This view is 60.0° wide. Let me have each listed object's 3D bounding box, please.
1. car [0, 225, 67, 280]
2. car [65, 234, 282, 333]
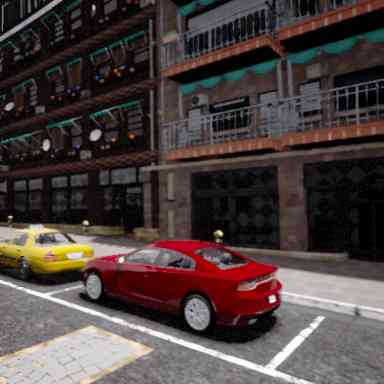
[{"bbox_3d":[-5.006,1.695,10.331,4.829,1.417,1.752,-1,-3,37],"label":"car"},{"bbox_3d":[-0.440,1.671,6.916,4.507,1.381,1.887,-1,-3,37],"label":"car"}]
